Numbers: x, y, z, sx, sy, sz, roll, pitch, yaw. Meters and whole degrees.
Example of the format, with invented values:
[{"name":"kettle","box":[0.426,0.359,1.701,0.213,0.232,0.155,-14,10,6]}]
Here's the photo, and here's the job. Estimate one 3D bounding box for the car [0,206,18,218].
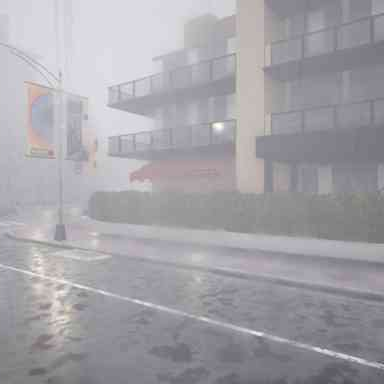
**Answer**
[{"name":"car","box":[-17.188,1.535,27.927,1.812,1.442,4.674,0,0,35]}]
